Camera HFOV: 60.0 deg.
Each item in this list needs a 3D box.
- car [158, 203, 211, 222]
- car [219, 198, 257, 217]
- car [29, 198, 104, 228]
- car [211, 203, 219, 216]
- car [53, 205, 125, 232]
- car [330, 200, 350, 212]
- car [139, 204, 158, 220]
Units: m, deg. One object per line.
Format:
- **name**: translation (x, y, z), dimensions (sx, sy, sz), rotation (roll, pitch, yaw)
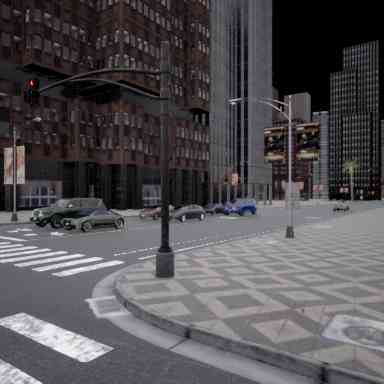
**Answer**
- **car**: translation (-0.578, 1.884, 30.272), dimensions (1.837, 1.490, 4.892), rotation (0, -1, 35)
- **car**: translation (5.780, 1.758, 39.262), dimensions (2.150, 2.045, 5.566), rotation (0, 0, 35)
- **car**: translation (-8.798, 1.457, 24.268), dimensions (2.150, 2.045, 5.566), rotation (0, -1, 35)
- **car**: translation (2.773, 2.074, 40.648), dimensions (2.033, 1.411, 5.357), rotation (0, -1, 35)
- **car**: translation (-6.475, 1.795, 21.921), dimensions (1.994, 1.385, 4.181), rotation (0, -1, 35)
- **car**: translation (24.169, 2.429, 53.704), dimensions (2.033, 1.411, 5.357), rotation (0, -1, 34)
- **car**: translation (-3.104, 1.904, 32.349), dimensions (1.812, 1.442, 4.674), rotation (0, -1, 35)
